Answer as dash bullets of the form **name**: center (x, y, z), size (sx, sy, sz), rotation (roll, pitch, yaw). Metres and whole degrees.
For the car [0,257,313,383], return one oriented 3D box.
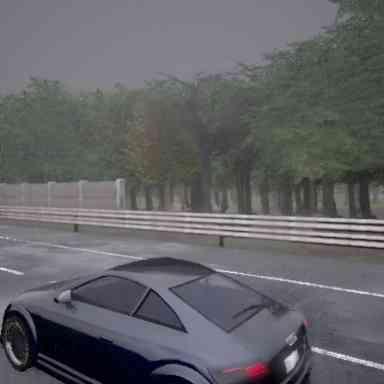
- **car**: center (-0.672, 1.595, 4.348), size (4.181, 1.385, 1.994), rotation (-1, 0, 35)
